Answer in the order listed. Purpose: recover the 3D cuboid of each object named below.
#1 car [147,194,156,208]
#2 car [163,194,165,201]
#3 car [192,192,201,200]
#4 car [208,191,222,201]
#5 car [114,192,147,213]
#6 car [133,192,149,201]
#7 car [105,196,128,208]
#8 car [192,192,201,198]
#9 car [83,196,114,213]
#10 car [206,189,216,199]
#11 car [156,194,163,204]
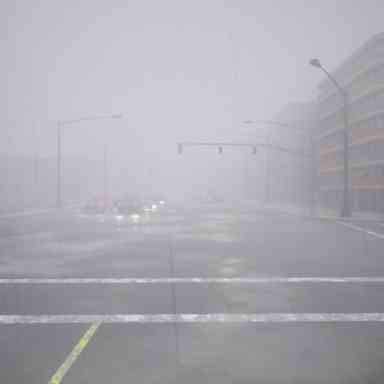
[{"bbox_3d":[-6.281,1.276,43.414,1.812,1.442,4.674,0,1,0],"label":"car"},{"bbox_3d":[-6.167,1.010,62.824,1.895,1.301,4.718,0,1,1],"label":"car"},{"bbox_3d":[0.899,0.957,65.802,1.895,1.301,4.718,0,1,0],"label":"car"},{"bbox_3d":[4.485,0.985,62.005,1.994,1.385,4.181,0,1,0],"label":"car"},{"bbox_3d":[-6.313,1.225,34.531,2.097,1.767,4.553,0,1,0],"label":"car"},{"bbox_3d":[-9.661,0.894,63.214,2.128,1.511,4.902,0,1,1],"label":"car"},{"bbox_3d":[-9.780,1.313,43.519,1.994,1.385,4.181,0,1,0],"label":"car"},{"bbox_3d":[0.934,0.646,75.778,2.033,1.411,5.357,0,1,0],"label":"car"},{"bbox_3d":[-9.811,1.224,34.876,2.097,1.767,4.553,0,1,0],"label":"car"},{"bbox_3d":[4.437,0.423,75.928,2.150,2.045,5.566,0,1,0],"label":"car"},{"bbox_3d":[-6.242,1.078,52.695,2.128,1.511,4.902,0,1,0],"label":"car"}]
